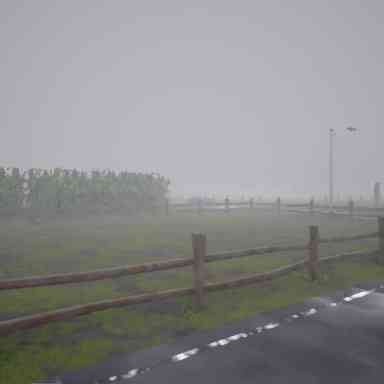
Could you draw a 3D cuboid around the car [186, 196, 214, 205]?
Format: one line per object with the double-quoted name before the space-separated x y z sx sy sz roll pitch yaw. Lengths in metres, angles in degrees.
"car" 1.218 1.279 51.958 2.033 1.411 5.357 -1 1 -36
